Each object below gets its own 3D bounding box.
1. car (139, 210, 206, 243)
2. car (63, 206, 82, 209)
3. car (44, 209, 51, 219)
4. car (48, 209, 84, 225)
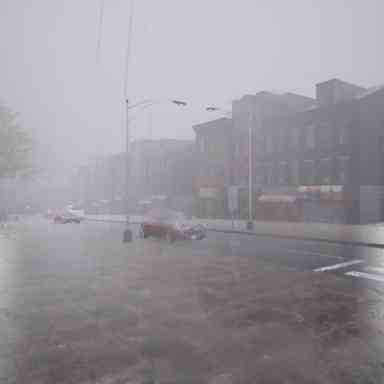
[{"bbox_3d":[-1.214,1.840,19.069,2.097,1.767,4.553,0,-2,-36],"label":"car"},{"bbox_3d":[-16.582,2.905,45.712,2.150,2.045,5.566,0,-2,-35],"label":"car"},{"bbox_3d":[-22.707,3.490,54.303,2.097,1.767,4.553,0,-2,-36],"label":"car"},{"bbox_3d":[-14.043,2.896,37.123,2.033,1.411,5.357,0,-2,-35],"label":"car"}]
